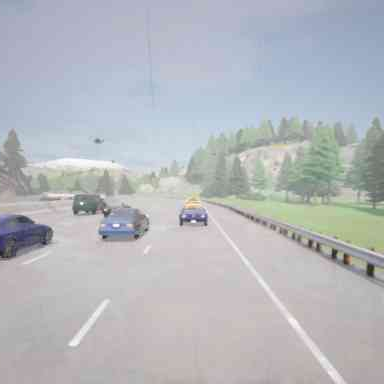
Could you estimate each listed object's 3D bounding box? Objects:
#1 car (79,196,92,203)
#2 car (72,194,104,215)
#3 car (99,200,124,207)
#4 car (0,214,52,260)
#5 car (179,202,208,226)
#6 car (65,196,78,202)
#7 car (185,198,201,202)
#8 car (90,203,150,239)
[{"bbox_3d":[-23.083,1.598,72.442,1.895,1.301,4.718,0,0,-7],"label":"car"},{"bbox_3d":[-10.406,1.223,34.063,2.150,2.045,5.566,0,0,0],"label":"car"},{"bbox_3d":[-6.907,1.602,31.136,1.895,1.301,4.718,0,0,0],"label":"car"},{"bbox_3d":[-6.902,1.526,12.362,1.812,1.442,4.674,0,0,0],"label":"car"},{"bbox_3d":[0.095,1.602,23.576,1.895,1.301,4.718,0,0,0],"label":"car"},{"bbox_3d":[-26.918,1.598,74.364,1.895,1.301,4.718,0,0,-9],"label":"car"},{"bbox_3d":[0.087,1.479,41.503,1.882,1.535,5.008,0,0,0],"label":"car"},{"bbox_3d":[-3.402,1.548,17.413,2.033,1.411,5.357,0,0,0],"label":"car"}]
